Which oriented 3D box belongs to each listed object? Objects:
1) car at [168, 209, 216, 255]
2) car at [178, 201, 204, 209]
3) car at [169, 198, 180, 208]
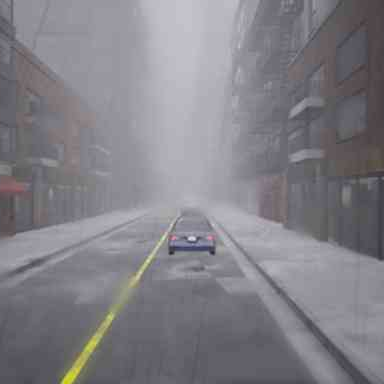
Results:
[{"bbox_3d":[0.002,1.682,13.981,2.033,1.411,5.357,0,-1,0],"label":"car"},{"bbox_3d":[0.006,1.769,29.463,1.882,1.535,5.008,0,0,0],"label":"car"},{"bbox_3d":[-3.002,1.945,61.347,2.097,1.767,4.553,0,0,0],"label":"car"}]
